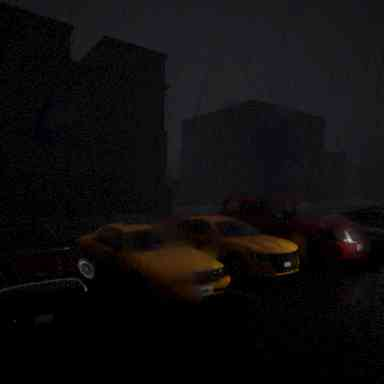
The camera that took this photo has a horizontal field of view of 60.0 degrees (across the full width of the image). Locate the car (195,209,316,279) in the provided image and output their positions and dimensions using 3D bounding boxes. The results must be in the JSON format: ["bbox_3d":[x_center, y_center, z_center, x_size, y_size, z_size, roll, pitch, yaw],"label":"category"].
[{"bbox_3d":[0.860,1.474,10.069,2.097,1.535,5.008,0,0,-36],"label":"car"}]

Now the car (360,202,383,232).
[{"bbox_3d":[12.195,1.423,18.164,2.097,1.535,5.008,-1,0,-36],"label":"car"}]

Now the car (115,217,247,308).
[{"bbox_3d":[-1.294,1.474,8.296,1.946,1.575,5.366,0,0,-36],"label":"car"}]

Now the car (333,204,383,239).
[{"bbox_3d":[9.926,1.446,16.542,2.097,1.535,5.008,0,0,-36],"label":"car"}]

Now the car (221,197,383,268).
[{"bbox_3d":[3.145,1.220,11.659,2.435,2.045,5.566,0,0,-36],"label":"car"}]

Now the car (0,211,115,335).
[{"bbox_3d":[-3.583,1.354,6.928,2.185,1.767,4.553,0,0,-36],"label":"car"}]
